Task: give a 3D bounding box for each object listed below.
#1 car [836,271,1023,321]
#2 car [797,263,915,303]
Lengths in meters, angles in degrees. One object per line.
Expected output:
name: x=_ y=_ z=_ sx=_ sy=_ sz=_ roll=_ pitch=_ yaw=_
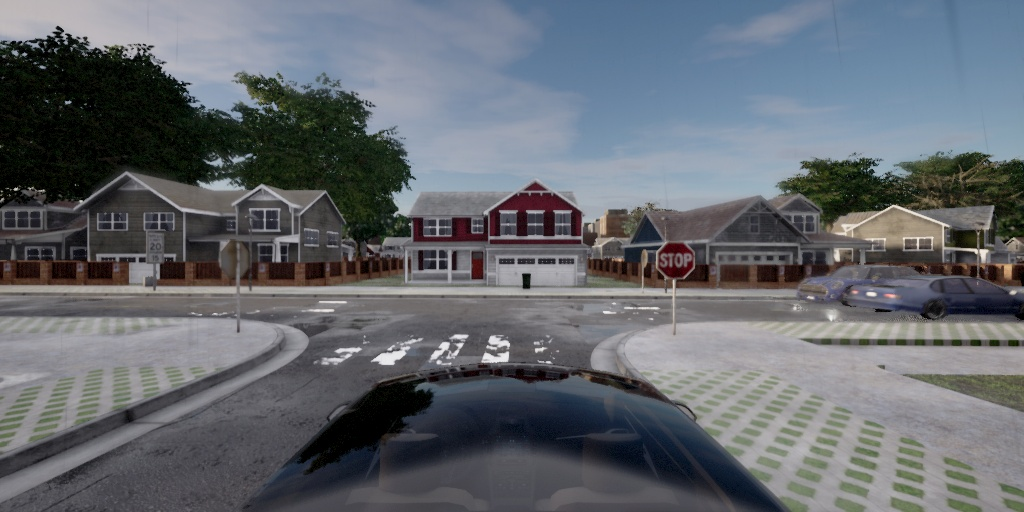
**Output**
car: x=14.783 y=1.366 z=12.237 sx=5.357 sy=1.411 sz=2.033 roll=0 pitch=0 yaw=1
car: x=14.821 y=1.175 z=15.200 sx=4.553 sy=1.767 sz=2.097 roll=0 pitch=0 yaw=-3
